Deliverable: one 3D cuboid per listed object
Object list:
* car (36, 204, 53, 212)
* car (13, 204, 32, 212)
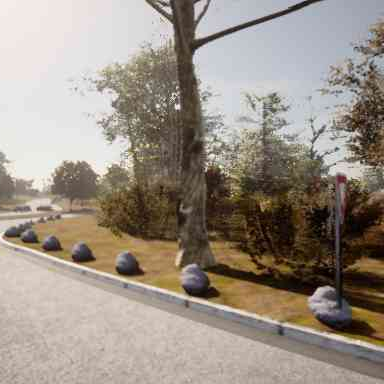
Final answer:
[{"bbox_3d":[-25.578,2.739,57.662,1.895,1.301,4.718,0,-1,-12],"label":"car"},{"bbox_3d":[-28.698,2.712,56.328,1.994,1.385,4.181,0,-1,-11],"label":"car"}]
